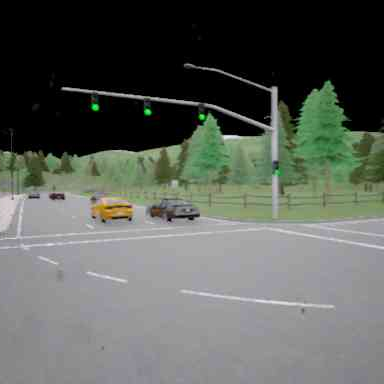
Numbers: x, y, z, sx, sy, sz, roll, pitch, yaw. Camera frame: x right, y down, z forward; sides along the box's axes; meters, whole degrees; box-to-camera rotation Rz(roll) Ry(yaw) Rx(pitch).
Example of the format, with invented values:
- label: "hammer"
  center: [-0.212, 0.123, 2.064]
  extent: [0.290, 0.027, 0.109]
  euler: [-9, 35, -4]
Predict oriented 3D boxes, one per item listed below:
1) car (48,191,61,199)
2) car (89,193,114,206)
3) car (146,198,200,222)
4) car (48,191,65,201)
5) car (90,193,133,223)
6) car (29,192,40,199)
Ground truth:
- label: "car"
  center: [-27.042, 0.557, 65.317]
  extent: [1.994, 1.385, 4.181]
  euler: [-1, 1, -25]
- label: "car"
  center: [-11.520, 0.833, 41.964]
  extent: [2.033, 1.411, 5.357]
  euler: [-1, 1, -27]
- label: "car"
  center: [-1.388, 1.115, 21.885]
  extent: [2.033, 1.411, 5.357]
  euler: [-1, 1, -27]
- label: "car"
  center: [-22.574, 0.616, 55.969]
  extent: [1.882, 1.535, 5.008]
  euler: [-1, 1, -26]
- label: "car"
  center: [-5.414, 1.090, 22.092]
  extent: [1.882, 1.535, 5.008]
  euler: [-1, 1, -27]
- label: "car"
  center: [-30.012, 0.631, 63.414]
  extent: [1.994, 1.385, 4.181]
  euler: [-1, 1, -25]
